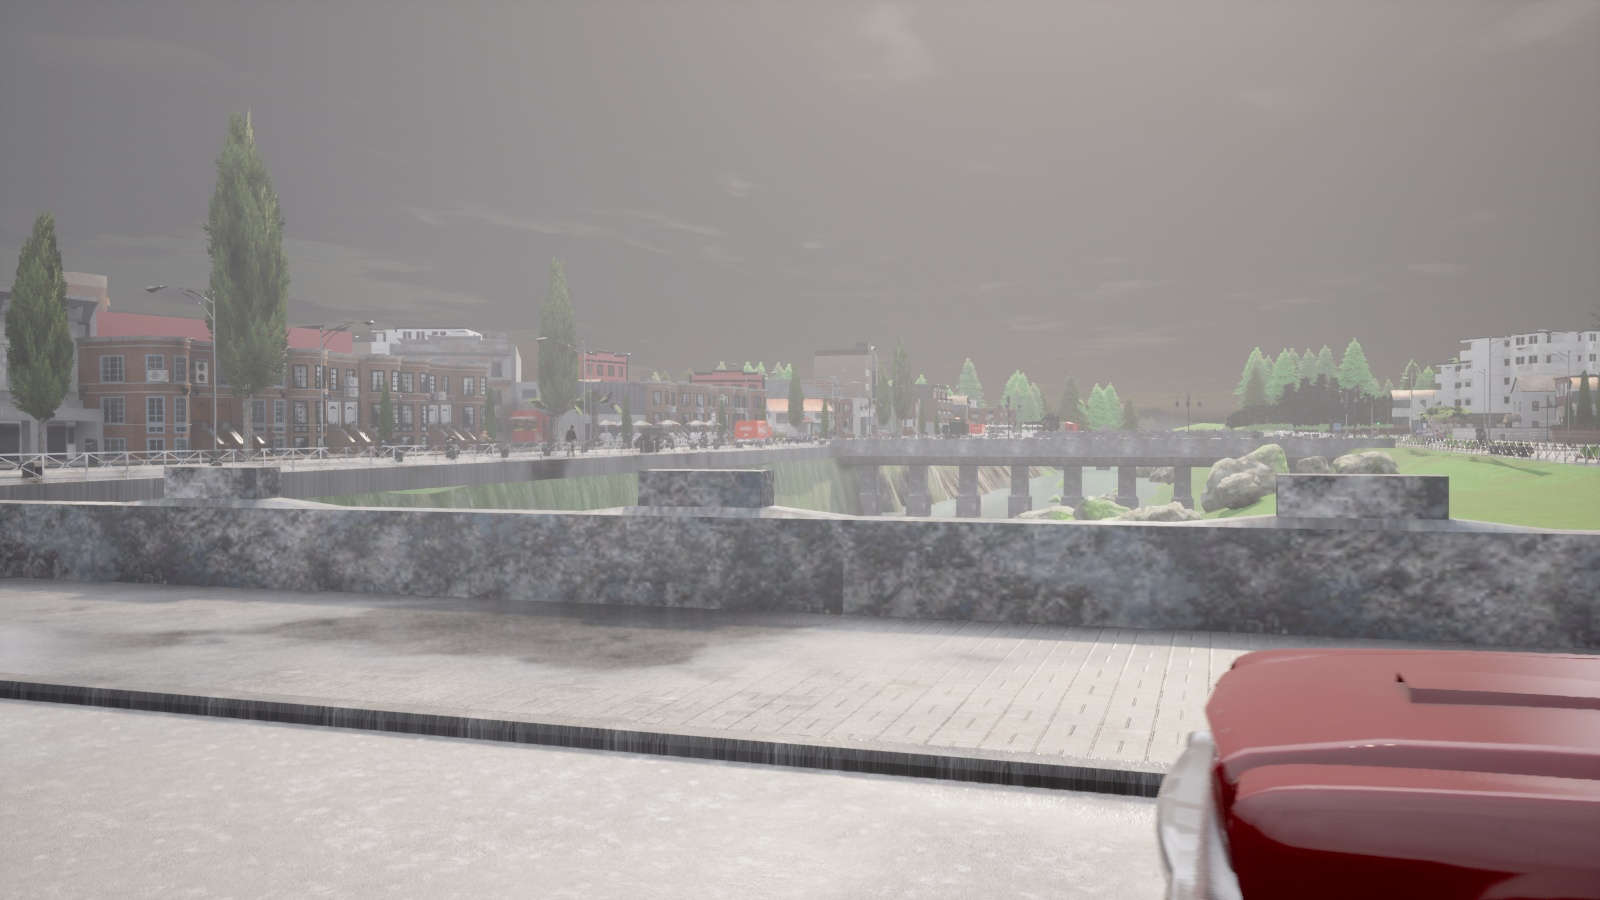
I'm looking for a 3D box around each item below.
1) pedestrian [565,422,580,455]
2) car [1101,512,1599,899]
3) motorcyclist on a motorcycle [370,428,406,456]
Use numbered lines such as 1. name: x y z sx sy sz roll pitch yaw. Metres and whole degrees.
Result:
1. pedestrian: -12.659 -0.630 69.871 0.431 1.840 0.703 1 1 28
2. car: 3.143 0.896 2.653 4.718 1.301 1.895 1 1 19
3. motorcyclist on a motorcycle: -24.356 -0.503 74.238 0.766 1.649 2.350 1 1 19
